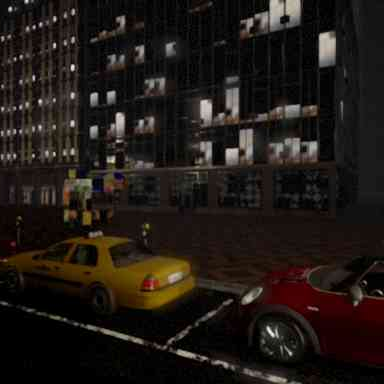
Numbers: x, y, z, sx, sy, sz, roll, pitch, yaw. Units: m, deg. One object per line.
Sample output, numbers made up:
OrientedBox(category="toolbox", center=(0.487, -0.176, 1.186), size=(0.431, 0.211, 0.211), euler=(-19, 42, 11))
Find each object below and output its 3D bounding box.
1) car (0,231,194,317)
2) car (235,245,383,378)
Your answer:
OrientedBox(category="car", center=(-2.312, 1.537, 7.267), size=(4.829, 1.417, 1.752), euler=(0, 0, 30))
OrientedBox(category="car", center=(2.631, 1.448, 4.433), size=(4.097, 1.590, 1.967), euler=(0, 0, 30))
